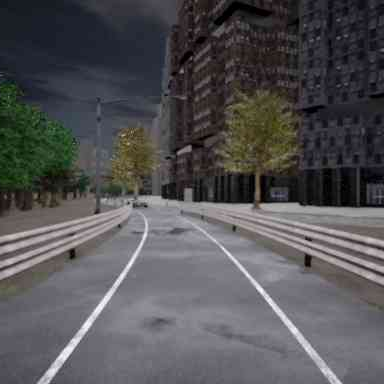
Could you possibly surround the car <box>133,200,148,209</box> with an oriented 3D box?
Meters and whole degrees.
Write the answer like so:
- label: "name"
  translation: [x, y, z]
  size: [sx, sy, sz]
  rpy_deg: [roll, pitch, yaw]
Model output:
- label: "car"
  translation: [-8.578, 2.025, 54.889]
  size: [1.895, 1.301, 4.718]
  rpy_deg: [0, -1, -20]
